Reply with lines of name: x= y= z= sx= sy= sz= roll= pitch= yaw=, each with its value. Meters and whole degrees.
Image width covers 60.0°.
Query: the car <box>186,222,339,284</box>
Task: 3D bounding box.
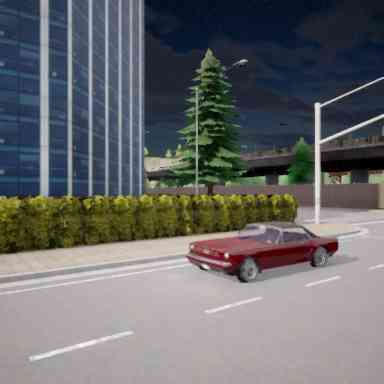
car: x=2.171 y=1.599 z=9.754 sx=4.718 sy=1.301 sz=1.895 roll=0 pitch=0 yaw=-35
